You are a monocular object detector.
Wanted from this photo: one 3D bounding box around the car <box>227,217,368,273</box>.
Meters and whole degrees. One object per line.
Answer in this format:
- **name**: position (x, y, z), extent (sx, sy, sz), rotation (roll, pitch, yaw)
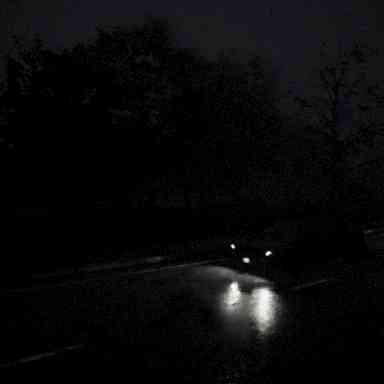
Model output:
- **car**: position (3.698, 1.556, 10.952), extent (5.357, 1.411, 2.033), rotation (0, 0, -36)
